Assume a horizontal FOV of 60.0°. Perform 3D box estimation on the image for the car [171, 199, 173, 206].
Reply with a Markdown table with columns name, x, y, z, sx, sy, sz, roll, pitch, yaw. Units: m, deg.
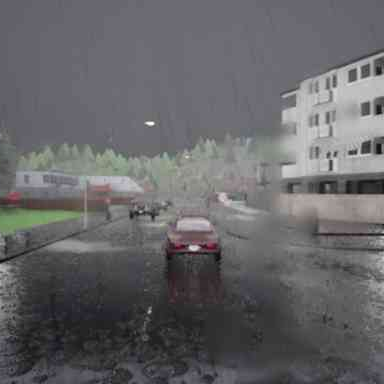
| name | x | y | z | sx | sy | sz | roll | pitch | yaw |
| --- | --- | --- | --- | --- | --- | --- | --- | --- | --- |
| car | -4.240 | 1.735 | 57.068 | 1.895 | 1.301 | 4.718 | 0 | 0 | 0 |

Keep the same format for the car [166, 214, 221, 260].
| name | x | y | z | sx | sy | sz | roll | pitch | yaw |
| --- | --- | --- | --- | --- | --- | --- | --- | --- | --- |
| car | 0.038 | 1.557 | 12.520 | 1.812 | 1.442 | 4.674 | 0 | 0 | 0 |

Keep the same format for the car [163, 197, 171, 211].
| name | x | y | z | sx | sy | sz | roll | pitch | yaw |
| --- | --- | --- | --- | --- | --- | --- | --- | --- | --- |
| car | -4.237 | 1.450 | 42.464 | 2.097 | 1.767 | 4.553 | 0 | 0 | 0 |

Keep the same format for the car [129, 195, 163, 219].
| name | x | y | z | sx | sy | sz | roll | pitch | yaw |
| --- | --- | --- | --- | --- | --- | --- | --- | --- | --- |
| car | -4.210 | 1.290 | 30.134 | 2.150 | 2.045 | 5.566 | 0 | 0 | 0 |
